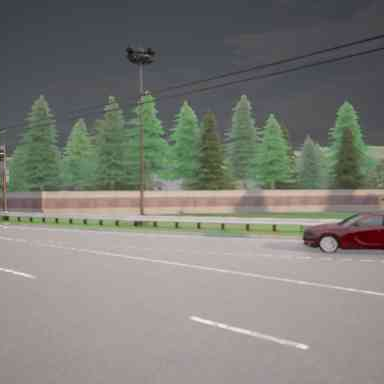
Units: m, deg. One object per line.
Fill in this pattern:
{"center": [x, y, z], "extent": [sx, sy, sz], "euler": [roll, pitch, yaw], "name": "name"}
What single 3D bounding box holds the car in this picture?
{"center": [6.804, 1.495, 12.647], "extent": [5.008, 1.535, 1.882], "euler": [-1, -1, 15], "name": "car"}
